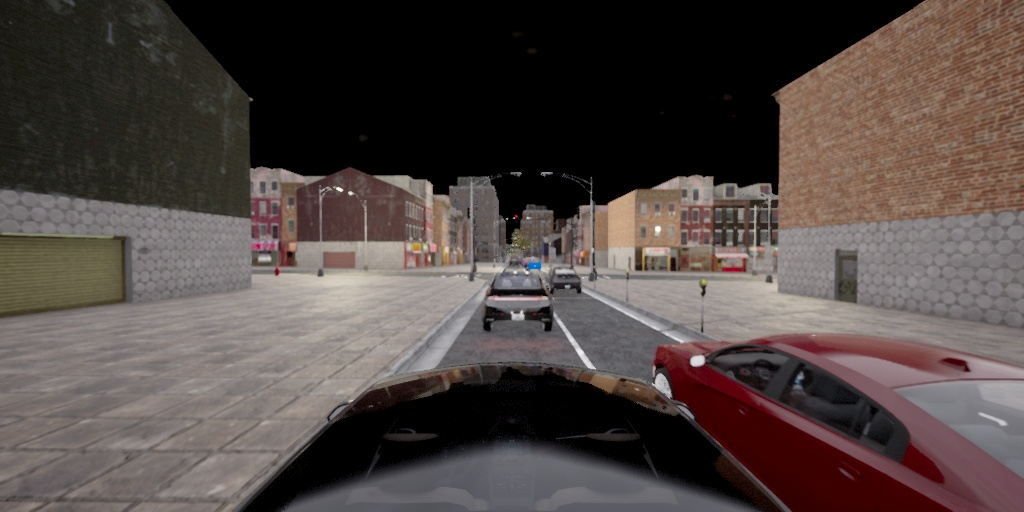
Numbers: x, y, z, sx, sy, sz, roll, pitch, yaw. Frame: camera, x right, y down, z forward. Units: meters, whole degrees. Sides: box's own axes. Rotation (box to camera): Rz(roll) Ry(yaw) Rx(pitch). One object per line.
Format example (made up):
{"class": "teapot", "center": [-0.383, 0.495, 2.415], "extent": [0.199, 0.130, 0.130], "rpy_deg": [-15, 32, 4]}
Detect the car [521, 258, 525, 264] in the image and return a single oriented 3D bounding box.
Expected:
{"class": "car", "center": [2.960, 1.077, 57.277], "extent": [2.192, 1.841, 5.009], "rpy_deg": [0, 0, 0]}

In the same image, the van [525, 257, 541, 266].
{"class": "van", "center": [2.898, 1.071, 46.697], "extent": [1.690, 1.789, 3.998], "rpy_deg": [0, 0, 0]}

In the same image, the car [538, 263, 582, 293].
{"class": "car", "center": [2.740, 1.260, 19.742], "extent": [2.007, 1.370, 4.403], "rpy_deg": [0, 0, 0]}

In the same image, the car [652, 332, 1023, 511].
{"class": "car", "center": [2.641, 1.291, 2.867], "extent": [1.888, 1.381, 4.507], "rpy_deg": [0, 0, 0]}

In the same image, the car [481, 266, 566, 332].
{"class": "car", "center": [0.151, 1.215, 10.832], "extent": [2.128, 1.511, 4.902], "rpy_deg": [0, 0, 0]}

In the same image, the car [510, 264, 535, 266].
{"class": "car", "center": [0.237, 1.310, 20.875], "extent": [1.895, 1.301, 4.718], "rpy_deg": [0, 0, 1]}
